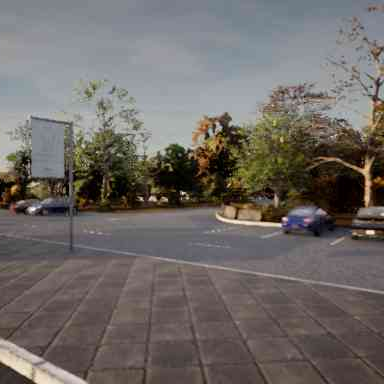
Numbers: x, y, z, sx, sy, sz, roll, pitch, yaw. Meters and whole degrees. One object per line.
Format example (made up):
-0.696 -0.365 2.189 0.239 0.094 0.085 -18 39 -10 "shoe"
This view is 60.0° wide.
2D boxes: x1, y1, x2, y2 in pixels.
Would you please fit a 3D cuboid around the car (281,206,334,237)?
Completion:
6.321 1.493 18.041 2.002 1.452 4.674 0 0 36 "car"

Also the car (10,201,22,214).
-16.073 1.499 34.012 2.002 1.452 4.674 0 0 35 "car"

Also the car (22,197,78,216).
-13.452 1.331 32.227 2.185 1.767 4.553 0 0 35 "car"

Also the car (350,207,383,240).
8.984 1.453 16.133 2.231 1.521 4.892 0 0 36 "car"
